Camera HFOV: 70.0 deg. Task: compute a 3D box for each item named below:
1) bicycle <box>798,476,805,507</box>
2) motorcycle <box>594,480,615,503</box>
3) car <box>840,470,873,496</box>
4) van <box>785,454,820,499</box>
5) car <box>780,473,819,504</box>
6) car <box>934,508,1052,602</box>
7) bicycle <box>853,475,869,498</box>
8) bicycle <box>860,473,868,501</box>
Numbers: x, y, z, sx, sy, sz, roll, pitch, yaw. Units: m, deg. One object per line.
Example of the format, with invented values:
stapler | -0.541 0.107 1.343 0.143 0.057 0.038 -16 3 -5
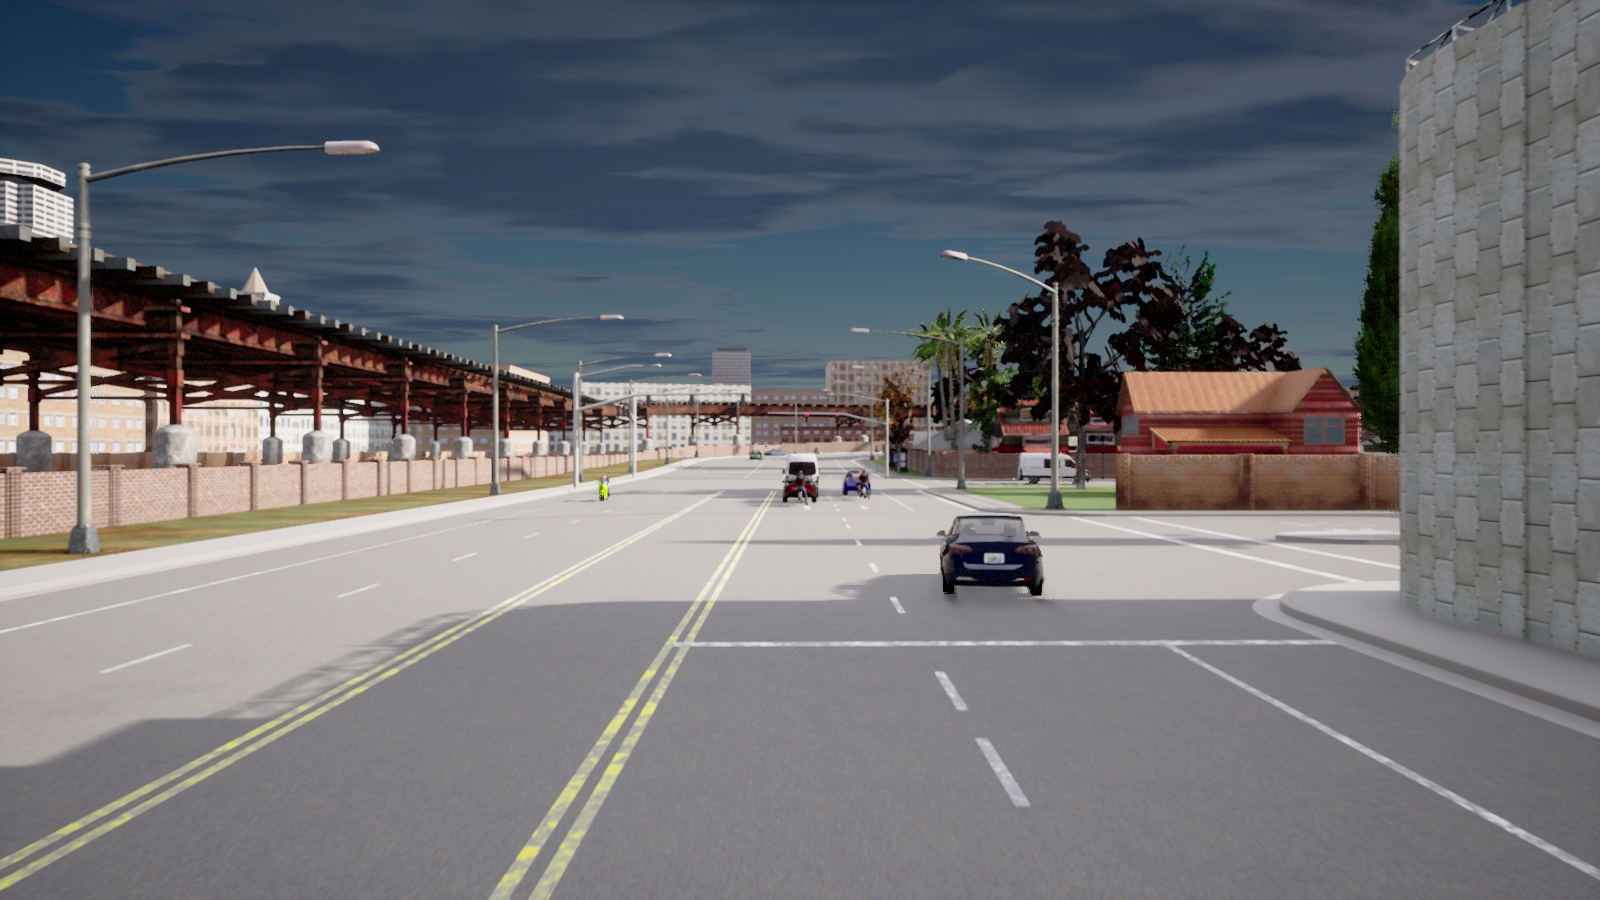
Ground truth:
bicycle | 0.073 2.034 56.500 0.329 1.496 1.835 -1 0 0
motorcycle | -10.473 2.200 61.263 0.803 1.145 2.033 0 0 0
car | 3.495 2.024 71.007 1.845 1.501 3.633 0 0 0
van | 0.096 1.521 68.687 1.988 2.561 5.915 0 0 -1
car | -0.013 2.027 61.707 2.007 1.525 4.514 0 0 0
car | 3.872 2.058 23.559 2.163 1.488 4.792 0 0 7
bicycle | 3.525 2.132 66.412 0.859 1.301 1.487 0 0 -1
bicycle | 3.534 2.035 62.783 0.329 1.496 1.835 0 0 0
